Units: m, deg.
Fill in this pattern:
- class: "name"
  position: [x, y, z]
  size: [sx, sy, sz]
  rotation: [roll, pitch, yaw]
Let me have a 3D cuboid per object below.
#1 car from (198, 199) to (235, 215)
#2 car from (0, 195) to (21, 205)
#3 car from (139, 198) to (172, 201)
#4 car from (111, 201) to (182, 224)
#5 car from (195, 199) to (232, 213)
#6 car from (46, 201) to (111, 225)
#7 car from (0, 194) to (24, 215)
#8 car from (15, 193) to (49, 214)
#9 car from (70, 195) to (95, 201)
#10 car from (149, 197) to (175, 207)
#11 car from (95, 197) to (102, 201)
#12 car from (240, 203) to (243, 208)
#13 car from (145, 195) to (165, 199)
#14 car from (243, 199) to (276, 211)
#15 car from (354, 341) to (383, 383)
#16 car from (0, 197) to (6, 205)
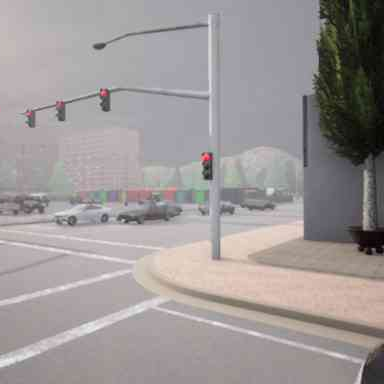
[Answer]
- class: "car"
  position: [2.765, 1.632, 34.320]
  size: [1.812, 1.442, 4.674]
  rotation: [0, 0, 37]
- class: "car"
  position: [-36.411, 1.569, 66.547]
  size: [4.605, 1.855, 1.932]
  rotation: [0, 0, 35]
- class: "car"
  position: [-2.831, 1.654, 32.664]
  size: [1.812, 1.442, 4.674]
  rotation: [0, 0, 37]
- class: "car"
  position: [-3.380, 1.656, 26.057]
  size: [2.033, 1.411, 5.357]
  rotation: [0, 0, 36]
- class: "car"
  position: [2.646, 1.619, 40.024]
  size: [2.128, 1.511, 4.902]
  rotation: [0, 0, 37]
- class: "car"
  position: [-8.219, 1.655, 25.322]
  size: [1.812, 1.442, 4.674]
  rotation: [0, 0, 38]
- class: "car"
  position: [-19.592, 1.370, 33.917]
  size: [4.605, 1.855, 1.932]
  rotation: [0, 0, 35]
- class: "car"
  position: [-17.877, 1.373, 36.250]
  size: [3.866, 1.878, 1.905]
  rotation: [0, 0, 35]
- class: "car"
  position: [-20.907, 1.477, 62.390]
  size: [4.605, 1.855, 1.932]
  rotation: [0, 0, 35]
- class: "car"
  position: [-4.905, 1.612, 54.656]
  size: [3.806, 1.475, 1.970]
  rotation: [0, 0, 35]
- class: "car"
  position: [-19.182, 1.687, 64.718]
  size: [3.905, 1.438, 1.784]
  rotation: [0, 0, 35]
- class: "car"
  position: [8.985, 1.673, 48.466]
  size: [2.033, 1.411, 5.357]
  rotation: [0, 0, 37]
- class: "car"
  position: [-6.585, 1.373, 52.299]
  size: [3.866, 1.878, 1.905]
  rotation: [0, 0, 35]
- class: "car"
  position: [9.061, 1.652, 42.758]
  size: [2.033, 1.411, 5.357]
  rotation: [0, 0, 37]
- class: "car"
  position: [3.442, 1.480, 1.512]
  size: [4.902, 1.511, 2.128]
  rotation: [0, 0, 36]
- class: "car"
  position: [-37.917, 1.779, 64.325]
  size: [3.905, 1.438, 1.784]
  rotation: [0, 0, 35]
